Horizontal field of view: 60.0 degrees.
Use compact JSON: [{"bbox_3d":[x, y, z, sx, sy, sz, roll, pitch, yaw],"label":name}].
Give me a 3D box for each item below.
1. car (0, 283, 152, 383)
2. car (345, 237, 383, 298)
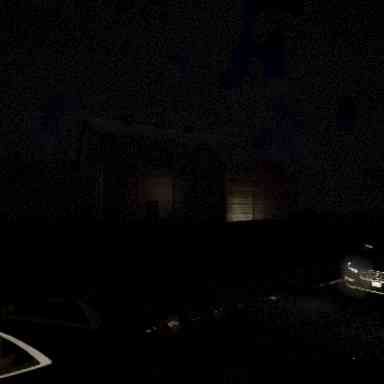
[{"bbox_3d":[-2.628,1.506,2.095,4.892,1.490,1.837,1,-1,-36],"label":"car"},{"bbox_3d":[5.661,1.625,8.079,4.892,1.490,1.837,1,-1,-36],"label":"car"}]
